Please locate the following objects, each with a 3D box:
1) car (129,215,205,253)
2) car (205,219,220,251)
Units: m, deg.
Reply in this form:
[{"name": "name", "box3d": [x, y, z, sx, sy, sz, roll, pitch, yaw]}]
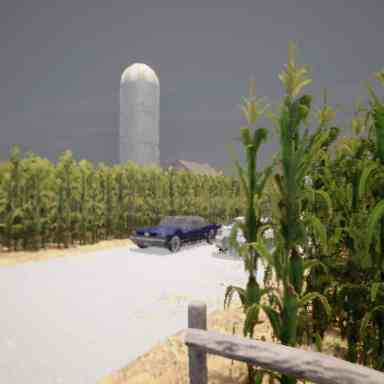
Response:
[{"name": "car", "box3d": [-0.548, 1.727, 14.655, 1.895, 1.301, 4.718, 0, -1, 33]}, {"name": "car", "box3d": [2.620, 1.666, 13.717, 1.812, 1.442, 4.674, 0, -1, 34]}]
